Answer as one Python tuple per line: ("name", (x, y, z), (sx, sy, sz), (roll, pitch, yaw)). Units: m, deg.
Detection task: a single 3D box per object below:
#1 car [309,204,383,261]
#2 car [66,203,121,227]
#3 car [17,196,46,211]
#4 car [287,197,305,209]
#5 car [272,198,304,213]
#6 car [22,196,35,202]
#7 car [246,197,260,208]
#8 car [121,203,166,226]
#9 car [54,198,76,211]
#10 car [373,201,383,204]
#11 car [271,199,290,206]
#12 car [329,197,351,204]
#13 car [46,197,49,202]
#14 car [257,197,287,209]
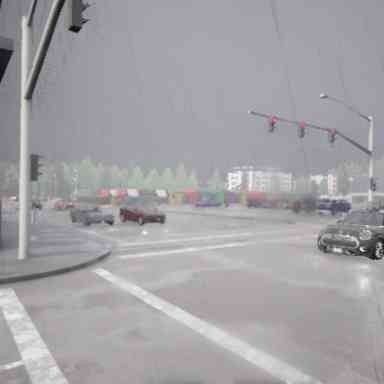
("car", (6.991, 1.500, 13.072), (4.553, 1.767, 2.097), (1, -1, -35))
("car", (-7.094, 1.679, 23.607), (1.895, 1.301, 4.718), (1, -1, -35))
("car", (-20.709, 1.461, 42.801), (2.097, 1.767, 4.553), (1, 0, -35))
("car", (20.161, 1.933, 67.201), (4.605, 1.855, 1.932), (1, -1, -35))
("car", (14.259, 1.963, 49.469), (3.806, 1.475, 1.970), (1, -1, -35))
("car", (-41.092, 1.801, 83.617), (2.033, 1.411, 5.357), (1, -1, -35))
("car", (11.017, 1.729, 54.009), (4.605, 1.855, 1.932), (1, -1, -35))
("car", (-3.762, 1.601, 24.963), (1.882, 1.535, 5.008), (1, 0, -35))
("car", (-15.974, 1.504, 42.159), (2.097, 1.767, 4.553), (1, -1, -35))
("car", (29.934, 2.151, 53.416), (3.806, 1.475, 1.970), (1, -1, -35))
("car", (18.548, 2.148, 69.607), (3.905, 1.438, 1.784), (1, -1, -35))
("car", (34.492, 2.164, 77.276), (3.866, 1.878, 1.905), (1, -1, -35))
("car", (-38.261, 1.832, 85.675), (1.812, 1.442, 4.674), (1, -1, -35))
("car", (12.597, 1.936, 51.840), (3.905, 1.438, 1.784), (1, -1, -35))
